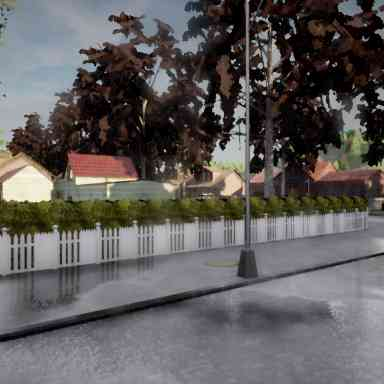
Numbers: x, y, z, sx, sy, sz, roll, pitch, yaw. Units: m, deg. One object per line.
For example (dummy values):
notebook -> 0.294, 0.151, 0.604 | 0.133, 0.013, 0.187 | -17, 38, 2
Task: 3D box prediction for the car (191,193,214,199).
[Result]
car -> 1.266, 1.221, 50.969 | 2.150, 2.045, 5.566 | 0, 0, -36
